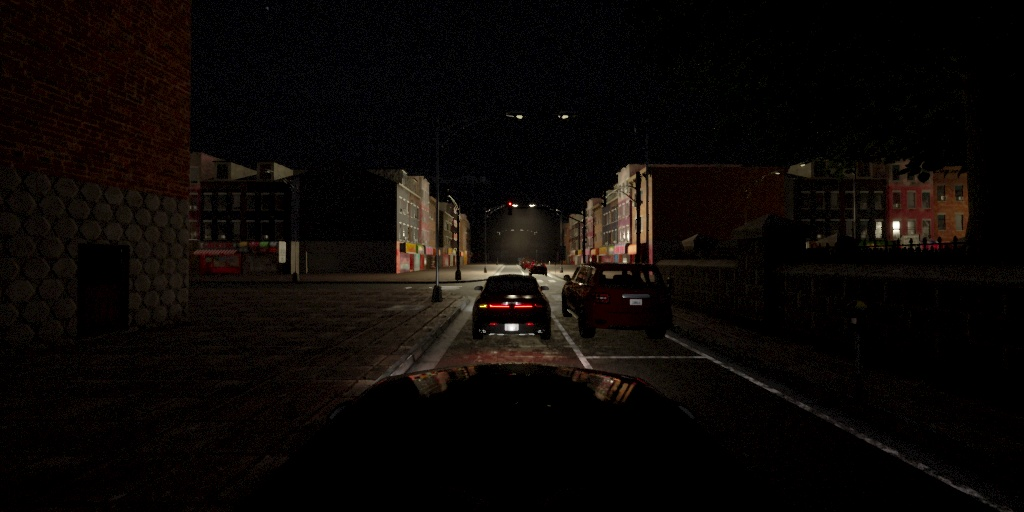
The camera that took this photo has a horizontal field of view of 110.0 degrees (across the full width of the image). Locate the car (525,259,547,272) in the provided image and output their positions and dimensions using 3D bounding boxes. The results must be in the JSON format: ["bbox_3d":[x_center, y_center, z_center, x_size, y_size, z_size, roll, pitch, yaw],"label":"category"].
[{"bbox_3d":[2.595,1.332,36.458,1.888,1.381,4.507,0,0,0],"label":"car"}]

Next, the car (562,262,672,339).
[{"bbox_3d":[2.628,1.068,10.029,2.192,1.841,5.009,0,0,0],"label":"car"}]

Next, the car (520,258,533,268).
[{"bbox_3d":[2.574,1.370,52.770,1.888,1.381,4.507,0,0,0],"label":"car"}]

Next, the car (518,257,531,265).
[{"bbox_3d":[2.567,1.154,58.207,2.192,1.841,5.009,0,0,0],"label":"car"}]

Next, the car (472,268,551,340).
[{"bbox_3d":[-0.010,1.258,9.988,1.837,1.490,4.892,0,0,0],"label":"car"}]
